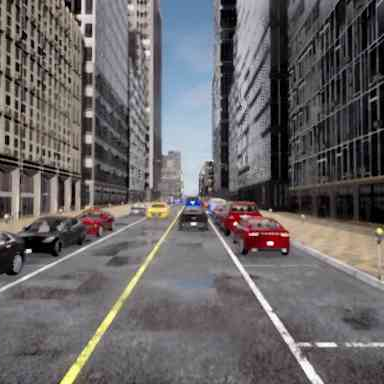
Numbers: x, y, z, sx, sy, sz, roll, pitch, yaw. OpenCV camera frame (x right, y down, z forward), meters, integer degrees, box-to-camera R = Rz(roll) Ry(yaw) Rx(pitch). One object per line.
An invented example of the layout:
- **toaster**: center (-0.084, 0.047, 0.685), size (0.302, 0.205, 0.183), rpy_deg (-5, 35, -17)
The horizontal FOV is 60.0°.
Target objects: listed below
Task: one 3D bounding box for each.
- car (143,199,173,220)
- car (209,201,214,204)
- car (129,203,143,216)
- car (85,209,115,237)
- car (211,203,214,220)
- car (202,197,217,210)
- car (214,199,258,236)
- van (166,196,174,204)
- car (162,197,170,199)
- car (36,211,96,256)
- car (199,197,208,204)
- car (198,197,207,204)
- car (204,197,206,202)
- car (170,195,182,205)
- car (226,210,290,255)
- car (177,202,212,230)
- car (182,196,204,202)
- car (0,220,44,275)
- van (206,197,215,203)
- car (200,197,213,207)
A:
- **car**: center (-3.095, 1.729, 31.482), size (1.882, 1.535, 5.008), rpy_deg (0, 0, 0)
- **car**: center (2.703, 1.825, 30.443), size (1.802, 1.307, 4.206), rpy_deg (1, 0, 0)
- **car**: center (-5.677, 1.838, 35.930), size (2.008, 1.369, 4.403), rpy_deg (1, 0, 0)
- **car**: center (-5.677, 1.699, 19.206), size (1.887, 1.381, 4.507), rpy_deg (1, 0, 0)
- **car**: center (2.703, 1.765, 24.866), size (1.947, 1.339, 4.313), rpy_deg (1, 0, 0)
- **car**: center (2.707, 1.738, 52.753), size (2.192, 1.841, 5.009), rpy_deg (1, 0, 0)
- **car**: center (2.708, 1.470, 19.291), size (2.192, 1.841, 5.009), rpy_deg (1, 0, 0)
- **van**: center (-5.683, 2.035, 86.107), size (1.690, 1.788, 3.998), rpy_deg (1, 0, 0)
- **car**: center (-5.678, 2.094, 63.805), size (1.802, 1.307, 4.206), rpy_deg (1, 0, 0)
- **car**: center (-5.677, 1.675, 13.630), size (1.947, 1.339, 4.313), rpy_deg (1, 0, 0)
- **car**: center (2.705, 2.089, 80.637), size (1.967, 1.590, 4.097), rpy_deg (1, 0, 0)
- **car**: center (2.705, 2.135, 86.214), size (1.967, 1.590, 4.097), rpy_deg (1, 0, 0)
- **car**: center (2.705, 1.818, 47.174), size (1.967, 1.590, 4.097), rpy_deg (1, 0, 0)
- **car**: center (-3.002, 1.749, 71.875), size (2.150, 2.045, 5.566), rpy_deg (0, 0, 0)
- **car**: center (2.704, 1.655, 13.712), size (1.887, 1.381, 4.507), rpy_deg (1, 0, 0)
- **car**: center (0.100, 1.684, 22.357), size (1.837, 1.490, 4.892), rpy_deg (0, 0, 0)
- **car**: center (0.102, 1.587, 45.663), size (2.150, 2.045, 5.566), rpy_deg (0, 0, 0)
- **car**: center (-5.677, 1.616, 8.055), size (2.008, 1.369, 4.403), rpy_deg (1, 0, 0)
- **van**: center (2.707, 1.629, 36.021), size (1.690, 1.788, 3.998), rpy_deg (1, 0, 0)
- **car**: center (2.707, 1.828, 63.908), size (2.192, 1.841, 5.009), rpy_deg (1, 0, 0)
